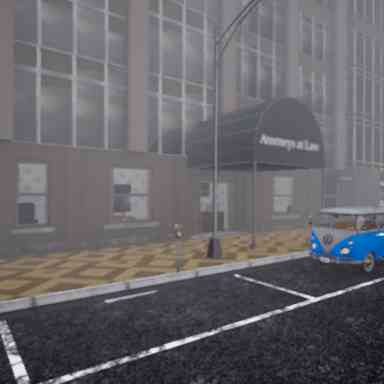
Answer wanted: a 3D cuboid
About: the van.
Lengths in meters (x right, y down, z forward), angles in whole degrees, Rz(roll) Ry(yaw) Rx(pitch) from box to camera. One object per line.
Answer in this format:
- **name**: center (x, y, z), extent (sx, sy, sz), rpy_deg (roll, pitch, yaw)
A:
- **van**: center (5.373, 1.346, 10.380), extent (3.998, 1.788, 1.690), rpy_deg (0, 0, -35)
